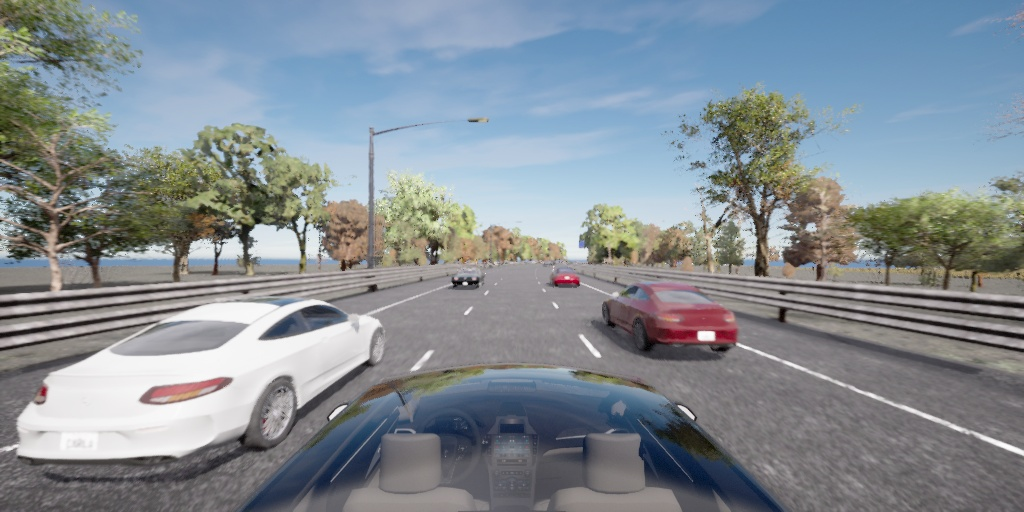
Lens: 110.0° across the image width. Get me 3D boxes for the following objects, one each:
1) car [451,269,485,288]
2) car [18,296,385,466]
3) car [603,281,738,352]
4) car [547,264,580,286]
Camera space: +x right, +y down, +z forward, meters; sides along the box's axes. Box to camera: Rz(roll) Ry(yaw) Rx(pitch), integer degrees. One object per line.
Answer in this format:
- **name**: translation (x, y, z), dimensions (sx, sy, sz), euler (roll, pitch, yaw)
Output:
- **car**: translation (-3.017, 1.566, 25.900), dimensions (1.895, 1.301, 4.718), euler (0, -1, 2)
- **car**: translation (-3.384, 1.302, 5.115), dimensions (1.812, 1.442, 4.674), euler (0, 0, 0)
- **car**: translation (3.647, 1.345, 8.999), dimensions (1.812, 1.442, 4.674), euler (0, -1, 0)
- **car**: translation (4.059, 1.557, 27.937), dimensions (1.994, 1.385, 4.181), euler (0, -1, 2)
